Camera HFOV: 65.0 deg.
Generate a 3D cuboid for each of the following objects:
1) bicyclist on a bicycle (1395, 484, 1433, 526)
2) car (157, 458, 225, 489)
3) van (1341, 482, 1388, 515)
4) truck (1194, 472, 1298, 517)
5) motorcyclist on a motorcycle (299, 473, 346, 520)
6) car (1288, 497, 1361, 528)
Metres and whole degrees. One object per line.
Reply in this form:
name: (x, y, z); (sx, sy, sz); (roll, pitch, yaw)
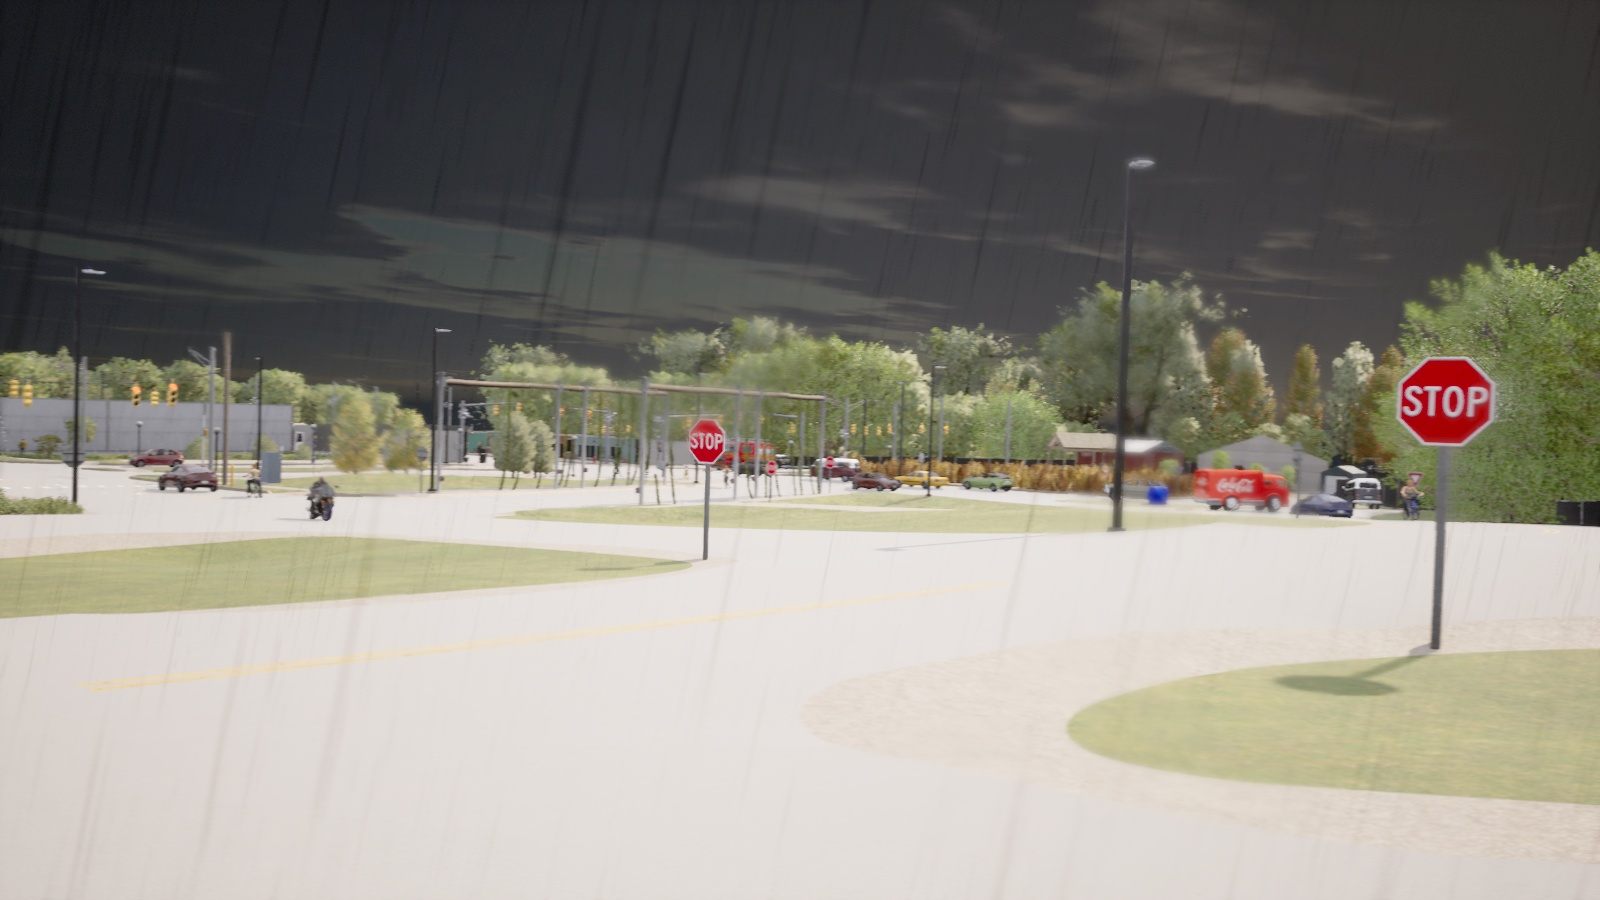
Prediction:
bicyclist on a bicycle: (24.115, 2.164, 49.331); (0.866, 1.612, 1.509); (1, -2, 5)
car: (-32.198, 1.219, 66.307); (1.812, 1.442, 4.674); (1, 1, -45)
van: (38.169, 3.300, 85.003); (2.069, 2.038, 4.480); (2, -3, 14)
truck: (26.747, 2.672, 75.380); (5.204, 2.467, 2.627); (1, 1, -4)
motorcyclist on a motorcycle: (-16.330, 1.571, 42.898); (0.866, 1.530, 2.191); (3, -2, -37)
car: (27.338, 3.247, 65.645); (1.812, 1.442, 4.674); (2, -2, 0)
